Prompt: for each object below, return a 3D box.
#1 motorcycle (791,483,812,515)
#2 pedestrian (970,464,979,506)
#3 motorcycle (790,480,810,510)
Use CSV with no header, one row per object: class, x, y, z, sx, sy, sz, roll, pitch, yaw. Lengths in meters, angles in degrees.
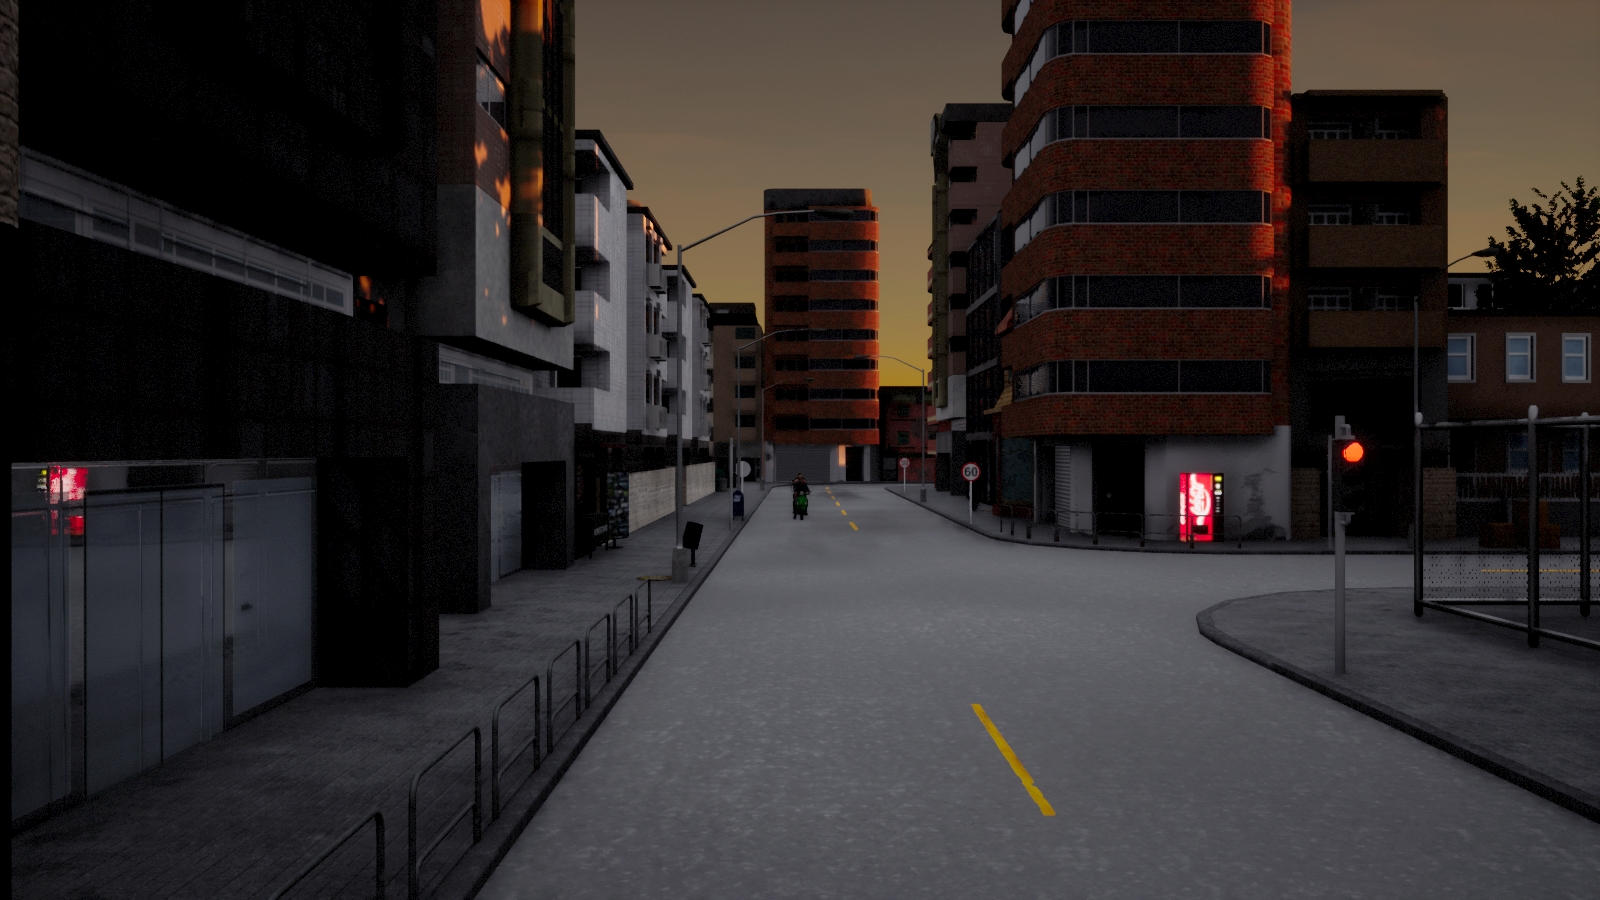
motorcycle,0.063,1.970,46.521,0.856,1.236,1.805,0,0,0
pedestrian,7.729,1.533,50.554,0.375,1.860,0.375,0,0,12
motorcycle,0.019,1.970,50.389,0.856,1.236,1.805,0,0,0
